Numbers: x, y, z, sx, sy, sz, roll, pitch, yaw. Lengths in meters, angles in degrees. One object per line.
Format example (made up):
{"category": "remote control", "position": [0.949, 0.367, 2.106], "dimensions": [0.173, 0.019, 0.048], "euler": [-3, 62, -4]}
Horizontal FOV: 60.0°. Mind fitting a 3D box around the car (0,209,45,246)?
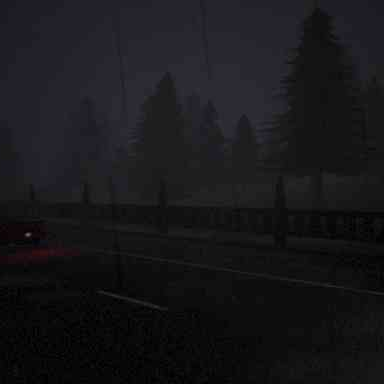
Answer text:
{"category": "car", "position": [-8.306, 1.487, 14.214], "dimensions": [5.008, 1.535, 1.882], "euler": [0, 0, 36]}
